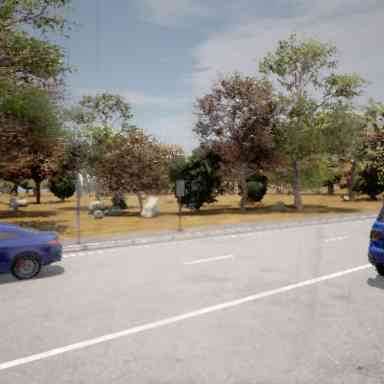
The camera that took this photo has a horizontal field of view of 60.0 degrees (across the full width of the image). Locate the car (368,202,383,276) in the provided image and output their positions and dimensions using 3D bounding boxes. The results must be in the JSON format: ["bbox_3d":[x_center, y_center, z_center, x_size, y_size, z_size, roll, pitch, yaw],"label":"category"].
[{"bbox_3d":[6.759,1.116,8.573,5.566,2.045,2.150,-1,0,-36],"label":"car"}]

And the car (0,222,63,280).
[{"bbox_3d":[-5.737,1.525,8.382,4.674,1.442,1.812,-1,0,-35],"label":"car"}]
